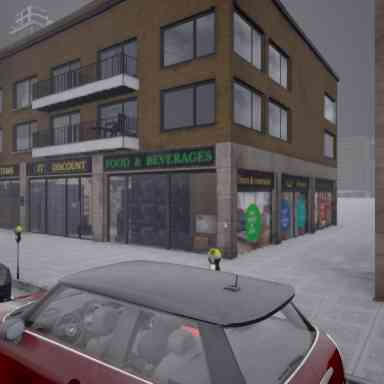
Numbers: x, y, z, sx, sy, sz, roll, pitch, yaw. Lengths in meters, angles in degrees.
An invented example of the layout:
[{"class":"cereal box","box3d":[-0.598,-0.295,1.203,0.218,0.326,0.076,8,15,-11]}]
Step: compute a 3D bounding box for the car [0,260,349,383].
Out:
[{"class":"car","box3d":[-0.722,1.440,3.318,4.097,1.590,1.967,0,0,35]}]
